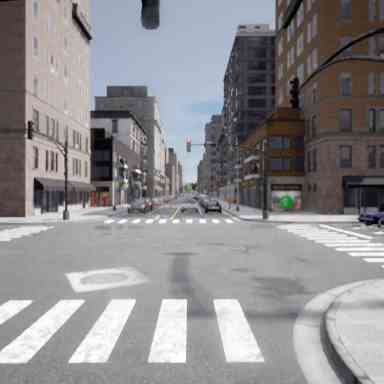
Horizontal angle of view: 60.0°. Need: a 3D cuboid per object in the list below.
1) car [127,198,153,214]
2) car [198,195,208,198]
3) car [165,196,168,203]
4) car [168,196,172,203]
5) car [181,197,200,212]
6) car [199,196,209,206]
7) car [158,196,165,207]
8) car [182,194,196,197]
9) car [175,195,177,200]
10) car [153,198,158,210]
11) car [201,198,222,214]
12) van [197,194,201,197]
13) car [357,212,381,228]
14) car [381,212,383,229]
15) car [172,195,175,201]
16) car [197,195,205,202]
[{"bbox_3d":[-5.779,1.482,36.203,1.967,1.590,4.097,0,0,0],"label":"car"},{"bbox_3d":[2.224,1.639,52.746,1.947,1.339,4.313,0,0,0],"label":"car"},{"bbox_3d":[-5.807,1.636,58.246,2.008,1.369,4.403,0,0,0],"label":"car"},{"bbox_3d":[-5.822,1.555,69.268,1.967,1.590,4.097,0,0,0],"label":"car"},{"bbox_3d":[-0.295,1.648,39.504,1.895,1.301,4.718,0,0,0],"label":"car"},{"bbox_3d":[2.232,1.643,47.235,1.802,1.307,4.206,0,0,0],"label":"car"},{"bbox_3d":[-5.800,1.655,52.735,1.802,1.307,4.206,0,0,0],"label":"car"},{"bbox_3d":[-0.420,1.649,64.319,2.033,1.411,5.357,0,0,0],"label":"car"},{"bbox_3d":[-5.850,1.725,91.311,1.887,1.381,4.507,0,0,0],"label":"car"},{"bbox_3d":[-5.786,1.491,41.714,1.967,1.590,4.097,0,0,0],"label":"car"},{"bbox_3d":[2.246,1.607,36.213,1.947,1.339,4.313,0,0,0],"label":"car"},{"bbox_3d":[2.217,1.427,58.257,1.690,1.788,3.998,0,0,0],"label":"van"},{"bbox_3d":[12.986,1.554,20.758,4.718,1.301,1.895,0,0,-1],"label":"car"},{"bbox_3d":[13.004,1.547,17.508,4.718,1.301,1.895,0,0,0],"label":"car"},{"bbox_3d":[-5.836,1.698,80.289,2.008,1.369,4.403,0,0,0],"label":"car"},{"bbox_3d":[2.182,1.603,85.811,1.967,1.590,4.097,0,0,0],"label":"car"}]
